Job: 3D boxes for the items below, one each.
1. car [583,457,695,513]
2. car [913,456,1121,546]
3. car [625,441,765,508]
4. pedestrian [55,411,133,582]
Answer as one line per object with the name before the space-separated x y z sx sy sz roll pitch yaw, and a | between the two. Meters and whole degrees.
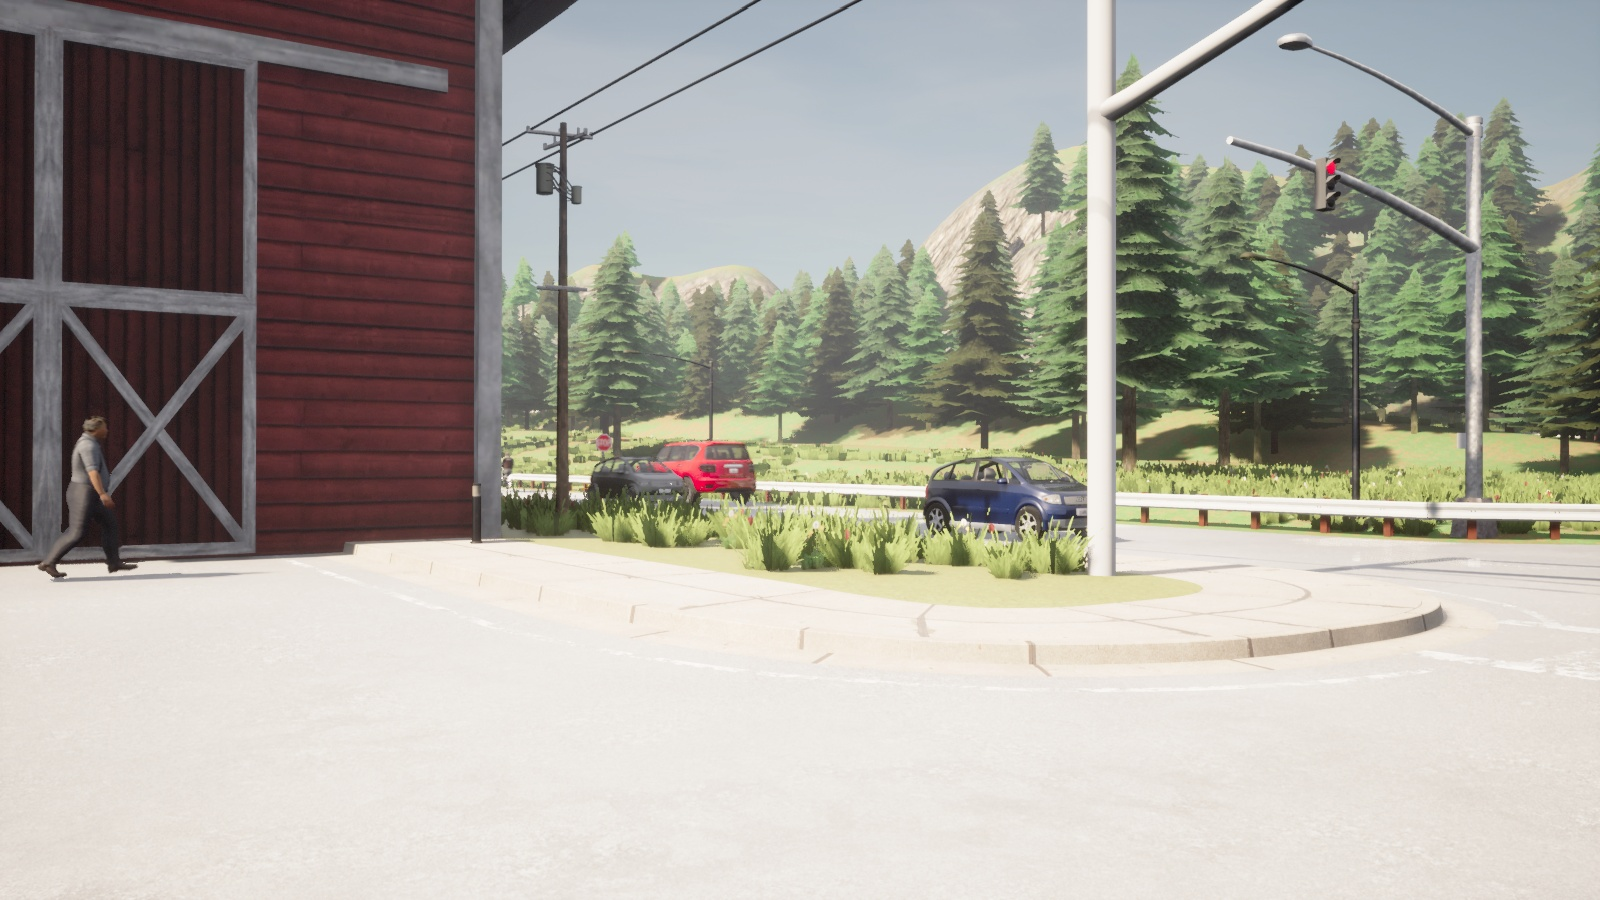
car | -4.757 0.994 36.762 1.789 1.549 3.705 0 0 -34
car | 4.007 0.891 23.679 1.789 1.549 3.705 0 0 -34
car | -3.551 0.759 41.253 2.150 2.045 5.566 0 0 -34
pedestrian | -7.823 0.503 13.934 0.694 1.848 0.540 0 0 -23
